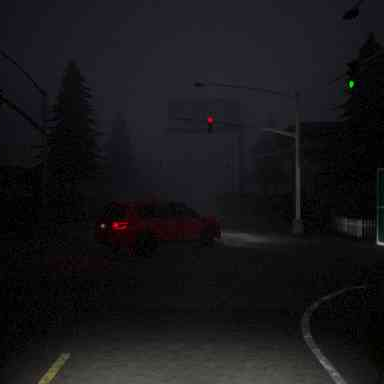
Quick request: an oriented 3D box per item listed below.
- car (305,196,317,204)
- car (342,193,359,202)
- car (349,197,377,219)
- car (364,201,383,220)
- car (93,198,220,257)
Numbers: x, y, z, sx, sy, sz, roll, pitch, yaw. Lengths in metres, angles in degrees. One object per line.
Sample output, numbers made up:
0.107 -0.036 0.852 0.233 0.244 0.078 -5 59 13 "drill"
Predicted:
22.550 1.553 64.010 1.970 1.475 3.806 0 0 0 "car"
34.960 1.490 71.792 2.007 1.523 4.514 0 0 0 "car"
14.387 1.505 24.949 3.866 1.878 1.905 0 0 0 "car"
18.718 1.672 30.616 4.611 1.667 2.242 0 0 0 "car"
-1.241 1.310 13.694 5.566 2.045 2.150 1 2 -43 "car"
